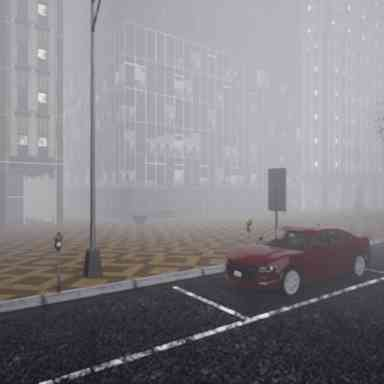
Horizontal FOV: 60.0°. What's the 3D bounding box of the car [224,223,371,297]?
[{"bbox_3d":[2.826,1.544,8.578,4.507,1.381,1.887,0,0,-36],"label":"car"}]
